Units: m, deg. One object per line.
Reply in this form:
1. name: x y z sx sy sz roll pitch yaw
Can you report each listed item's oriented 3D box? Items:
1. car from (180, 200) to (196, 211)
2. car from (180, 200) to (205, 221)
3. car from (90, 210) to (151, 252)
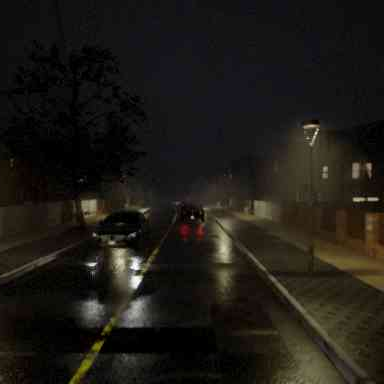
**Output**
1. car: -0.597 1.675 42.577 1.895 1.301 4.718 0 0 -3
2. car: -0.005 1.624 27.226 1.895 1.301 4.718 0 0 -1
3. car: -2.839 1.526 14.089 1.812 1.442 4.674 0 0 0
